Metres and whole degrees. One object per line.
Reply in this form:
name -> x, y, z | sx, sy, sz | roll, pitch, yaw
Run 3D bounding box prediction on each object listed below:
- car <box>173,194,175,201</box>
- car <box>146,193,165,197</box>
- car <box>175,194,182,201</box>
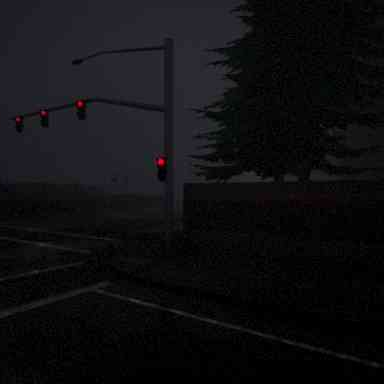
car -> -6.190, 1.371, 71.728 | 3.905, 1.438, 1.784 | 0, 0, 35
car -> -7.709, 1.161, 69.515 | 4.605, 1.855, 1.932 | 0, 0, 35
car -> -4.507, 1.403, 74.084 | 3.806, 1.475, 1.970 | 0, 0, 35
